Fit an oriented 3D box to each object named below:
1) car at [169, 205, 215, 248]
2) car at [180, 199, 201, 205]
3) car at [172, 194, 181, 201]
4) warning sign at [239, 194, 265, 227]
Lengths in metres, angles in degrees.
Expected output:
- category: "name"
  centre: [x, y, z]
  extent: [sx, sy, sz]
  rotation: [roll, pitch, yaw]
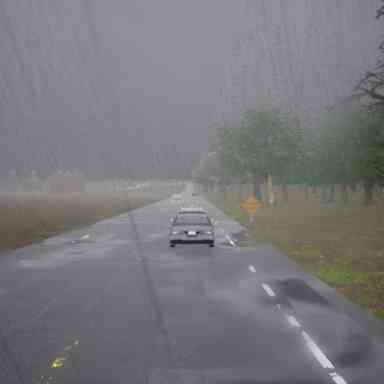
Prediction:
- category: "car"
  centre: [0.000, 1.536, 14.655]
  extent: [2.033, 1.411, 5.357]
  rotation: [0, 0, 0]
- category: "car"
  centre: [0.001, 1.544, 29.689]
  extent: [1.895, 1.301, 4.718]
  rotation: [0, 0, 0]
- category: "car"
  centre: [-3.499, 1.131, 75.949]
  extent: [1.882, 1.535, 5.008]
  rotation: [0, 0, 0]
- category: "warning sign"
  centre: [3.575, 1.074, 19.973]
  extent: [1.300, 1.860, 1.060]
  rotation: [2, 2, 0]
